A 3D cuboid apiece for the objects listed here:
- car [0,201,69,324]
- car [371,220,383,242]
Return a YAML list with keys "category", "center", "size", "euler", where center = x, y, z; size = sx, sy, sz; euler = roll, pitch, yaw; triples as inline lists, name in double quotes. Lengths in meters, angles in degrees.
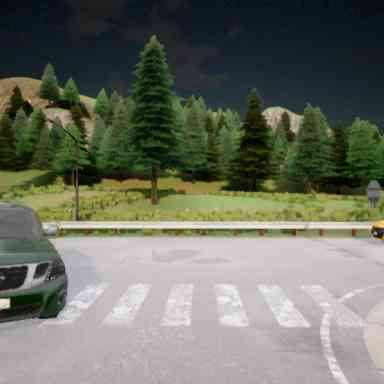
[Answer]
- category: "car"
  center: [-4.252, 1.221, 6.938]
  size: [2.150, 2.045, 5.566]
  euler: [2, -1, -34]
- category: "car"
  center: [10.248, 1.475, 14.015]
  size: [5.008, 1.535, 1.882]
  euler: [0, 0, 1]
